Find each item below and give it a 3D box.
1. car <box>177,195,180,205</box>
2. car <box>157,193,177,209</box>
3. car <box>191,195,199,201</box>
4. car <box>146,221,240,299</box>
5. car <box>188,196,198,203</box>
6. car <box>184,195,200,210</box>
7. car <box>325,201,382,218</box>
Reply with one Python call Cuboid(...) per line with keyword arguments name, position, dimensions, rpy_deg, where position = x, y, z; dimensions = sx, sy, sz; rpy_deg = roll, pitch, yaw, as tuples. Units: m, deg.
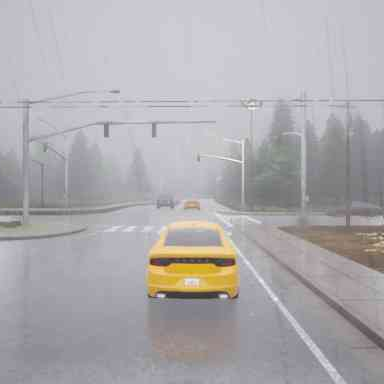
Cuboid(name="car", position=(-3.537, 1.352, 55.952), dimensions=(2.097, 1.767, 4.553), rpy_deg=(0, 0, 0))
Cuboid(name="car", position=(-3.592, 1.221, 45.658), dimensions=(2.150, 2.045, 5.566), rpy_deg=(0, 0, -1))
Cuboid(name="car", position=(0.701, 1.442, 83.129), dimensions=(1.837, 1.490, 4.892), rpy_deg=(0, 0, 2))
Cuboid(name="car", position=(0.049, 1.474, 8.513), dimensions=(1.882, 1.535, 5.008), rpy_deg=(0, 0, 1))
Cuboid(name="car", position=(0.302, 1.537, 72.736), dimensions=(2.033, 1.411, 5.357), rpy_deg=(0, 0, 2))
Cuboid(name="car", position=(0.020, 1.478, 42.176), dimensions=(1.882, 1.535, 5.008), rpy_deg=(0, 0, 0))
Cuboid(name="car", position=(14.245, 1.552, 29.502), dimensions=(4.674, 1.442, 1.812), rpy_deg=(0, 0, 1))
